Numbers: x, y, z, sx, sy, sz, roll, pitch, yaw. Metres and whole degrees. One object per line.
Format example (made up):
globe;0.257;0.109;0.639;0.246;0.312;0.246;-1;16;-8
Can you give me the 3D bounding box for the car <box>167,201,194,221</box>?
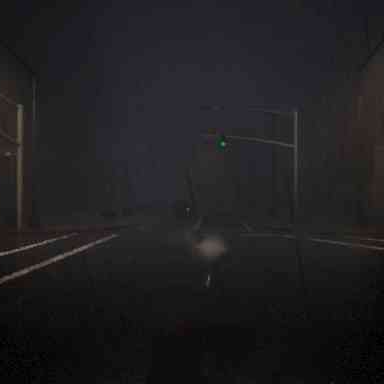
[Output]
car;-0.959;1.562;30.053;2.097;1.767;4.553;0;-1;4
